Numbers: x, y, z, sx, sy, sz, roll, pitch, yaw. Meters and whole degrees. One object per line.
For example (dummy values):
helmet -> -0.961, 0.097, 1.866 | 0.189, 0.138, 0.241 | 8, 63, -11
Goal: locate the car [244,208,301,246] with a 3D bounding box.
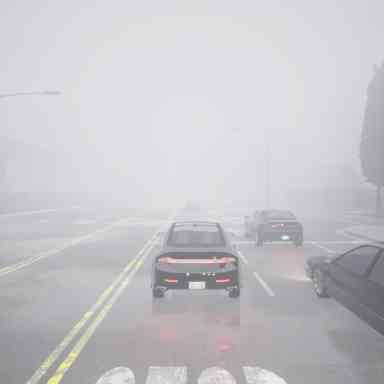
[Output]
car -> 3.576, 1.505, 15.199 | 1.837, 1.490, 4.892 | 0, 0, 0

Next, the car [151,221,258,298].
car -> 0.087, 1.492, 8.500 | 2.128, 1.511, 4.902 | 0, 0, 0

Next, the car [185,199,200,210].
car -> 0.032, 1.601, 42.235 | 1.895, 1.301, 4.718 | 0, 0, 0

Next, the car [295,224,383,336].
car -> 3.592, 1.547, 5.452 | 2.033, 1.411, 5.357 | 0, 0, 0
